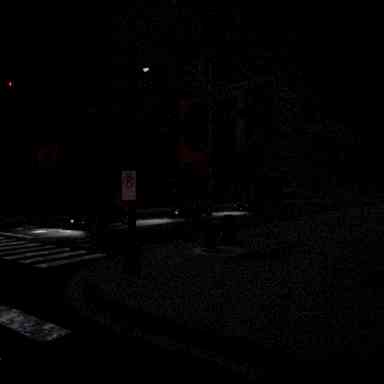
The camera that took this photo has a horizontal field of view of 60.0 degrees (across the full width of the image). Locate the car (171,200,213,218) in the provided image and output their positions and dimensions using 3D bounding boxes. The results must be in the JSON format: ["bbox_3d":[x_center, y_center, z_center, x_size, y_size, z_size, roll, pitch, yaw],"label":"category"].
[{"bbox_3d":[0.073,1.530,30.723,2.128,1.511,4.902,0,0,35],"label":"car"}]

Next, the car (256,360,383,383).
[{"bbox_3d":[2.150,1.551,1.312,4.403,1.369,2.008,0,0,36],"label":"car"}]

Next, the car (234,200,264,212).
[{"bbox_3d":[6.956,1.664,40.443,1.895,1.301,4.718,0,0,35],"label":"car"}]

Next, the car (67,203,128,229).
[{"bbox_3d":[-5.969,1.525,22.215,1.837,1.490,4.892,0,0,32],"label":"car"}]
